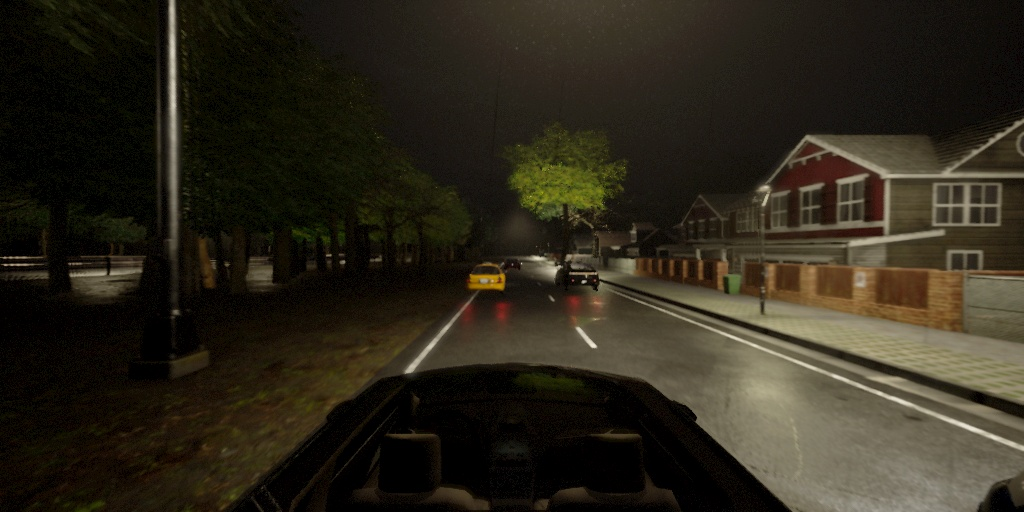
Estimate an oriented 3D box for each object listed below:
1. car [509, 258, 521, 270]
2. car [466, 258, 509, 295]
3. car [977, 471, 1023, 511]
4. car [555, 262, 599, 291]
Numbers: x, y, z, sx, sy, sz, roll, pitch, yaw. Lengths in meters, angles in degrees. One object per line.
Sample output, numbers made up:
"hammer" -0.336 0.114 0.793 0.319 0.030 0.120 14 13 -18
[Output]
"car" 0.072 0.959 44.463 1.994 1.385 4.181 0 0 0
"car" -1.224 1.052 18.380 1.801 1.575 5.366 0 0 0
"car" 3.599 1.329 0.207 1.994 1.385 4.181 0 1 0
"car" 3.601 1.071 20.334 2.128 1.511 4.902 0 0 0
